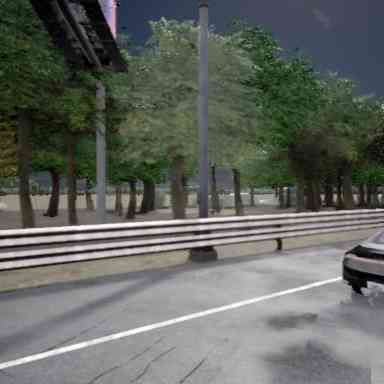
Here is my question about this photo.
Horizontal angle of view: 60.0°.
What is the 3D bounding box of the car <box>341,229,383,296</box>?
[{"bbox_3d":[5.322,1.490,7.360,4.902,1.511,2.128,0,0,-34],"label":"car"}]
